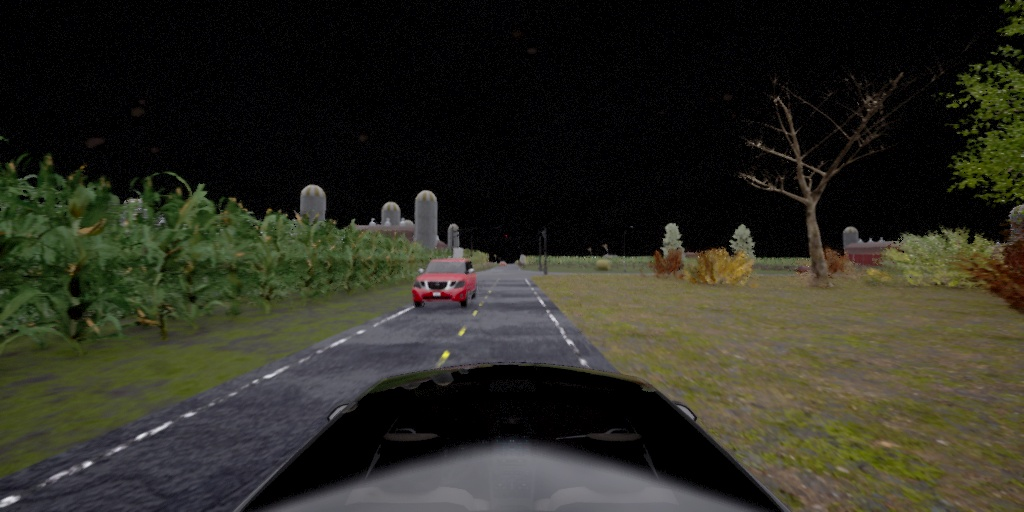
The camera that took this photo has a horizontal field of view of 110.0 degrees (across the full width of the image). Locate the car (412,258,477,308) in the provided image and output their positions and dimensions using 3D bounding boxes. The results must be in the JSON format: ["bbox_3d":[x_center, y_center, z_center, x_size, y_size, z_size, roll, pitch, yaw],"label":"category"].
[{"bbox_3d":[-2.840,1.113,16.323,2.150,2.045,5.566,0,-1,0],"label":"car"}]
